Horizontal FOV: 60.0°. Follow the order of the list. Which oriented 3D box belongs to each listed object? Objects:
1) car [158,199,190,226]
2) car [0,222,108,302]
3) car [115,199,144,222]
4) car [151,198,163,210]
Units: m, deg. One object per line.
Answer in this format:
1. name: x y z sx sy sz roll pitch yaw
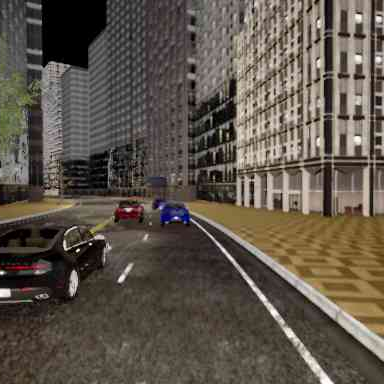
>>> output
1. car: -1.249 1.477 23.246 1.882 1.535 5.008 0 0 -6
2. car: -3.402 1.512 8.210 1.837 1.490 4.892 0 0 -2
3. car: -4.897 1.365 26.463 2.097 1.767 4.553 0 0 -7
4. car: -4.033 1.531 41.968 1.812 1.442 4.674 0 0 -11
